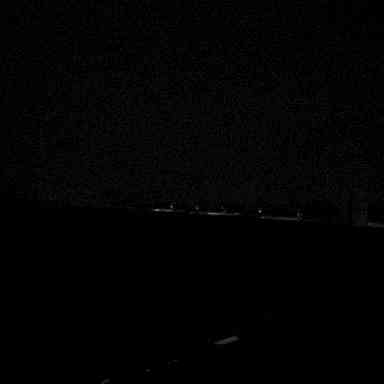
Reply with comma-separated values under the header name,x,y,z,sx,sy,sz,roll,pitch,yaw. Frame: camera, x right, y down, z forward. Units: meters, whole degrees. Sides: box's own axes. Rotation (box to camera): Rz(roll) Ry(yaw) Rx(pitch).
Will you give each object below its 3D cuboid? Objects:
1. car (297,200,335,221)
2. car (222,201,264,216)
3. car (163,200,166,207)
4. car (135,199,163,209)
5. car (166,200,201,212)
name,x,y,z,sx,sy,sz,roll,pitch,yaw
car,10.665,1.424,26.123,2.097,1.767,4.553,1,-1,-38
car,5.068,1.635,33.765,2.128,1.511,4.902,1,-1,-36
car,-5.335,1.878,53.220,1.882,1.535,5.008,1,-1,-36
car,-6.845,1.935,50.348,1.895,1.301,4.718,1,-1,-35
car,-0.806,1.725,41.916,2.128,1.511,4.902,1,-1,-36
